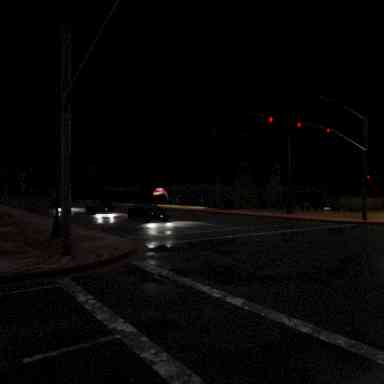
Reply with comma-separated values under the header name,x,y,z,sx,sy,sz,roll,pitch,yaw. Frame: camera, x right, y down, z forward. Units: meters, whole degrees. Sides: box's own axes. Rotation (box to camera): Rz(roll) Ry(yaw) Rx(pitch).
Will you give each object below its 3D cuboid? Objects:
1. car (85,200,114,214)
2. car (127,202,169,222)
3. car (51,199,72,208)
name,x,y,z,sx,sy,sz,roll,pitch,yaw
car,-9.751,1.563,35.098,1.994,1.385,4.181,0,0,-35
car,-3.596,1.525,26.479,1.812,1.442,4.674,0,0,-36
car,-18.835,1.600,47.937,1.895,1.301,4.718,0,0,-35
